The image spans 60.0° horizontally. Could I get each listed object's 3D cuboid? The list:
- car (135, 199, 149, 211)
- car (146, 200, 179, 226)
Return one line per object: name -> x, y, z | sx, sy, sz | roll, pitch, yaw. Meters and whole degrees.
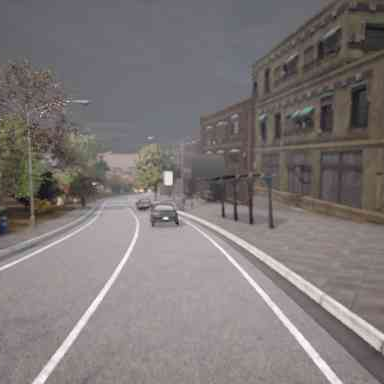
car -> -5.982, 1.552, 41.651 | 1.994, 1.385, 4.181 | -1, 0, -13
car -> -2.022, 1.493, 23.202 | 1.812, 1.442, 4.674 | -1, 0, -9
